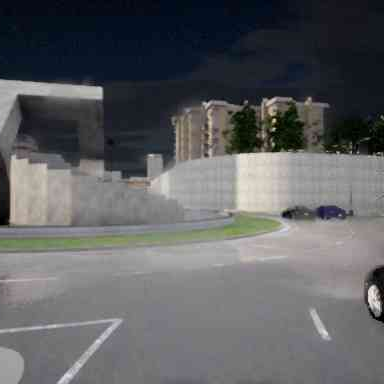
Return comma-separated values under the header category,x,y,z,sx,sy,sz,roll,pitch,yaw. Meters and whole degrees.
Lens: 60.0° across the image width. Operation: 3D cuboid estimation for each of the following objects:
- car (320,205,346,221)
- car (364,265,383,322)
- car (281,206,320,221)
category,x,y,z,sx,sy,sz,roll,pitch,yaw
car,13.481,2.033,33.288,1.812,1.442,4.674,1,-1,-9
car,4.123,1.592,4.556,1.837,1.490,4.892,0,-1,5
car,10.166,2.035,32.222,1.994,1.385,4.181,1,-1,-6
